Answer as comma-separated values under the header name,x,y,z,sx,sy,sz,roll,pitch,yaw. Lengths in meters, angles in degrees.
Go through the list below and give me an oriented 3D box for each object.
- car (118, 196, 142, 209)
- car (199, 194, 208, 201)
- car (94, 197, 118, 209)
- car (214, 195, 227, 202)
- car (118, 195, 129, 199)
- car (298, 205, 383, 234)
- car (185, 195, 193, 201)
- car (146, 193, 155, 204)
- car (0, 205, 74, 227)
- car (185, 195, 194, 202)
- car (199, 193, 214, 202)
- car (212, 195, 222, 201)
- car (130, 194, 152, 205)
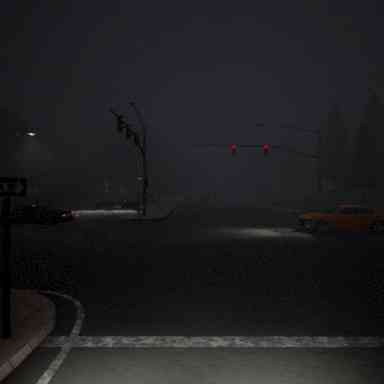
name,x,y,z,sx,sy,sz,roll,pitch,yaw
car,-8.253,1.601,45.096,1.895,1.301,4.718,0,0,-1
car,2.767,1.319,83.515,2.097,1.767,4.553,0,0,-1
car,-11.752,1.601,44.967,1.895,1.301,4.718,0,0,-1
car,6.419,1.524,73.508,1.812,1.442,4.674,0,0,-1
car,-11.876,1.526,53.868,1.812,1.442,4.674,0,0,-1
car,8.581,1.477,18.727,5.008,1.535,1.882,0,0,0
car,-0.732,1.504,83.467,1.994,1.385,4.181,0,0,-1
car,-8.497,1.221,65.447,2.150,2.045,5.566,0,0,0
car,-10.697,1.547,22.091,5.357,1.411,2.033,0,0,0
car,-0.575,1.478,73.028,1.882,1.535,5.008,0,0,-1
car,2.927,1.225,72.992,2.150,2.045,5.566,0,0,-1
car,6.267,1.481,83.583,2.128,1.511,4.902,0,0,-1
car,-8.391,1.547,54.741,2.033,1.411,5.357,0,0,-1
